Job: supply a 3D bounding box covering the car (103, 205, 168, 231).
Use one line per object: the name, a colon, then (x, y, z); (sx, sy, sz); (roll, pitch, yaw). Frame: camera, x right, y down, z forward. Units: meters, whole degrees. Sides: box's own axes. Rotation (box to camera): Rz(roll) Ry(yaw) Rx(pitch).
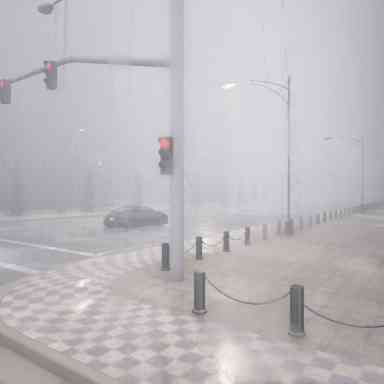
car: (-3.358, 1.508, 20.417); (1.994, 1.385, 4.181); (0, 0, 36)
